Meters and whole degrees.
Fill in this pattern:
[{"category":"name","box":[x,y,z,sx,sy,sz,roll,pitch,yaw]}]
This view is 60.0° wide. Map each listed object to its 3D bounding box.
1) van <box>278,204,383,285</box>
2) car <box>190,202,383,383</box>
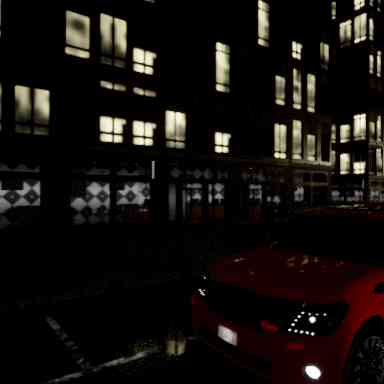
[{"category":"van","box":[4.542,1.334,9.816,3.998,1.788,1.690,0,0,-36]},{"category":"car","box":[2.635,1.217,5.271,5.566,2.045,2.150,0,0,-36]}]
